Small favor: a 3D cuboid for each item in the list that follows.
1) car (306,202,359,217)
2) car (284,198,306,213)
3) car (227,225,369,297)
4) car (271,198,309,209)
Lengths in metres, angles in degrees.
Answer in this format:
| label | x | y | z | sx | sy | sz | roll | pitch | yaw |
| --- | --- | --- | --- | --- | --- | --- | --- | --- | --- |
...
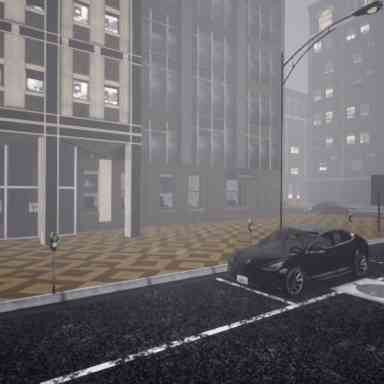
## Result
| label | x | y | z | sx | sy | sz | roll | pitch | yaw |
| --- | --- | --- | --- | --- | --- | --- | --- | --- | --- |
| car | 12.956 | 1.533 | 30.287 | 1.802 | 1.307 | 4.206 | 0 | 0 | -36 |
| car | 9.754 | 1.466 | 34.749 | 1.752 | 1.417 | 4.829 | 0 | 0 | -36 |
| car | 2.888 | 1.567 | 8.621 | 4.313 | 1.339 | 1.947 | 0 | 0 | -36 |
| car | 13.059 | 1.498 | 44.513 | 1.752 | 1.417 | 4.829 | 0 | 0 | -36 |
